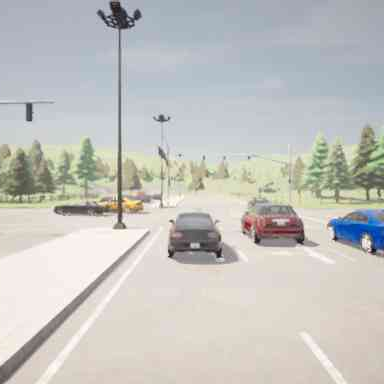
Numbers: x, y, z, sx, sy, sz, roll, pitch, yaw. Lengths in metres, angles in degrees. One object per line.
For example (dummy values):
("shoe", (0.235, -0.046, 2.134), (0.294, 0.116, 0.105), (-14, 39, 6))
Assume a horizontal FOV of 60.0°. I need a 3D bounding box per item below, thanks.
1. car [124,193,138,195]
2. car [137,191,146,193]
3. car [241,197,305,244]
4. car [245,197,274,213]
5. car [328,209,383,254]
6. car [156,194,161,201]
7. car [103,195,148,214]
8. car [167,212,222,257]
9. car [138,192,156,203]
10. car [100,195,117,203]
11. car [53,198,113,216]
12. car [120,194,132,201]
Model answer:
("car", (-11.543, 1.283, 60.156), (1.994, 1.385, 4.181), (0, 0, 1))
("car", (-11.510, 0.871, 75.829), (2.150, 2.045, 5.566), (0, 0, 0))
("car", (3.599, 1.279, 15.559), (2.097, 1.767, 4.553), (0, 0, 0))
("car", (7.095, 1.325, 35.734), (2.128, 1.511, 4.902), (0, 0, 0))
("car", (7.099, 1.416, 13.167), (1.882, 1.535, 5.008), (0, 0, 0))
("car", (-8.010, 1.126, 75.478), (1.882, 1.535, 5.008), (0, 0, 0))
("car", (-7.354, 1.322, 33.200), (5.008, 1.535, 1.882), (0, 0, 13))
("car", (0.095, 1.467, 12.499), (1.812, 1.442, 4.674), (0, 0, 0))
("car", (-8.048, 1.226, 59.579), (1.837, 1.490, 4.892), (0, 0, 1))
("car", (-15.041, 1.283, 60.073), (1.994, 1.385, 4.181), (0, 0, 1))
("car", (-10.023, 1.460, 30.030), (4.718, 1.301, 1.895), (0, 0, 9))
("car", (-15.010, 1.198, 75.882), (1.994, 1.385, 4.181), (0, 0, 0))
